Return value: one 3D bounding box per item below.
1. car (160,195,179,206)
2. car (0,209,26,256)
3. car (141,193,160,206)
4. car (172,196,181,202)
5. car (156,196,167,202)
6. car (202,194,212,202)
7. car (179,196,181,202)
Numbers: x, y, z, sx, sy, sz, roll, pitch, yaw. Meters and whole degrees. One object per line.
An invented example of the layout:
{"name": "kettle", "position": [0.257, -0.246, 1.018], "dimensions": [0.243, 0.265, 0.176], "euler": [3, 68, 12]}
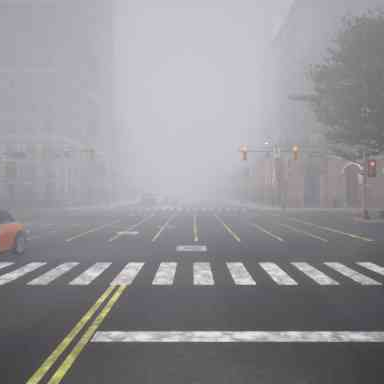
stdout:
{"name": "car", "position": [-3.683, 1.491, 55.465], "dimensions": [2.128, 1.511, 4.902], "euler": [0, 0, 0]}
{"name": "car", "position": [-7.118, 1.352, 10.231], "dimensions": [2.097, 1.767, 4.553], "euler": [0, 0, 0]}
{"name": "car", "position": [-7.186, 1.221, 55.736], "dimensions": [2.150, 2.045, 5.566], "euler": [0, 0, 0]}
{"name": "car", "position": [-3.483, 1.595, 75.745], "dimensions": [1.895, 1.301, 4.718], "euler": [0, 0, 0]}
{"name": "car", "position": [-6.979, 1.595, 76.189], "dimensions": [1.895, 1.301, 4.718], "euler": [0, 0, 0]}
{"name": "car", "position": [3.540, 1.355, 78.288], "dimensions": [2.097, 1.767, 4.553], "euler": [0, 0, 0]}
{"name": "car", "position": [-3.613, 1.547, 65.438], "dimensions": [2.033, 1.411, 5.357], "euler": [0, 0, 1]}
